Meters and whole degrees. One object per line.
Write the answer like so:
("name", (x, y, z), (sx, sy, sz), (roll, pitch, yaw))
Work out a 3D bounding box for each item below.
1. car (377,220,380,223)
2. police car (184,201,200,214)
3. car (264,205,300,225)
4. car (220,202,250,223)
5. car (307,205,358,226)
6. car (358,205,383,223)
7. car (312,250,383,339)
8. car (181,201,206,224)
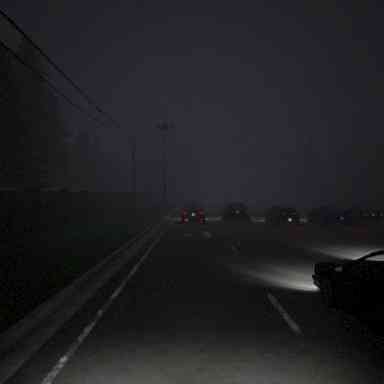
("car", (7.101, 1.657, 8.731), (1.994, 1.385, 4.181), (0, -1, 0))
("police car", (0.061, 1.974, 44.526), (2.038, 1.542, 4.974), (0, -1, 0))
("car", (7.102, 1.785, 26.544), (1.837, 1.490, 4.892), (0, -1, 0))
("car", (3.604, 1.653, 28.470), (2.097, 1.767, 4.553), (0, -1, 0))
("car", (10.605, 1.752, 26.005), (1.882, 1.535, 5.008), (0, -1, 0))
("car", (14.104, 1.847, 28.357), (2.033, 1.411, 5.357), (0, -1, 0))
("car", (3.600, 1.602, 5.015), (2.033, 1.411, 5.357), (0, -1, 0))
("car", (0.098, 1.797, 27.763), (2.163, 1.488, 4.792), (0, -1, 0))
